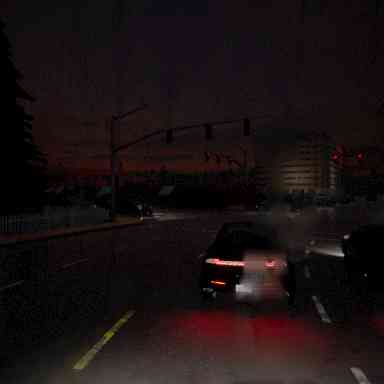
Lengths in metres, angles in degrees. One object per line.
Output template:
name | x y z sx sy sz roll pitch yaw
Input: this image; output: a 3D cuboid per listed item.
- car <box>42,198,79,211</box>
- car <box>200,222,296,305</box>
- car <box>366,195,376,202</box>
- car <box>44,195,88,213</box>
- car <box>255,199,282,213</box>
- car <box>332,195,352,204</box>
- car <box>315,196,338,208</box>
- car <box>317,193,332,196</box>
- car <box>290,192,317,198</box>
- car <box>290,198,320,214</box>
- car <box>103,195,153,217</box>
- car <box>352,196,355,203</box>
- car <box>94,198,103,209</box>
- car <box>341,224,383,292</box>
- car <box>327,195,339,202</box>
car | -17.098 1.533 43.116 5.008 1.535 1.882 0 0 32
car | 1.436 1.492 8.223 2.128 1.511 4.902 0 0 12
car | 42.727 1.525 79.294 2.128 1.511 4.902 0 0 32
car | -14.090 1.277 37.100 5.566 2.045 2.150 0 0 32
car | 8.688 1.563 37.480 1.812 1.442 4.674 0 0 32
car | 28.011 1.351 62.067 2.097 1.767 4.553 0 0 32
car | 19.587 1.601 48.516 1.895 1.301 4.718 0 0 32
car | 25.406 1.221 64.486 2.150 2.045 5.566 0 0 32
car | 17.360 1.223 51.563 2.150 2.045 5.566 0 0 31
car | 12.340 1.629 36.735 1.895 1.301 4.718 0 1 32
car | -5.962 1.407 32.022 4.553 1.767 2.097 0 0 32
car | 33.613 1.540 71.152 2.033 1.411 5.357 0 0 32
car | -9.057 1.547 38.087 4.902 1.511 2.128 0 0 32
car | 5.188 1.547 8.593 2.033 1.411 5.357 0 0 16
car | 31.940 1.496 75.114 1.837 1.490 4.892 0 0 32
